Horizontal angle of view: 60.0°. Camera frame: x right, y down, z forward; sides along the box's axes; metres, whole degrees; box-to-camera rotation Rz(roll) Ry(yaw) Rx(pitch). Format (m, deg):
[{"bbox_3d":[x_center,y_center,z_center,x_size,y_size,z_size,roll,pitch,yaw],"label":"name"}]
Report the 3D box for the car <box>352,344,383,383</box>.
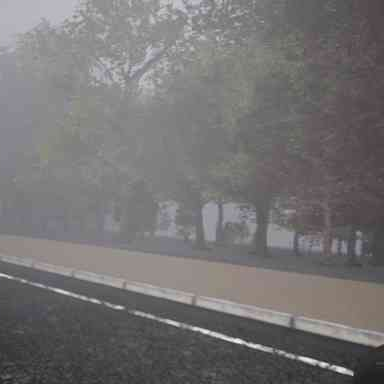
[{"bbox_3d":[3.352,1.459,1.294,5.008,1.535,1.882,-1,0,35],"label":"car"}]
